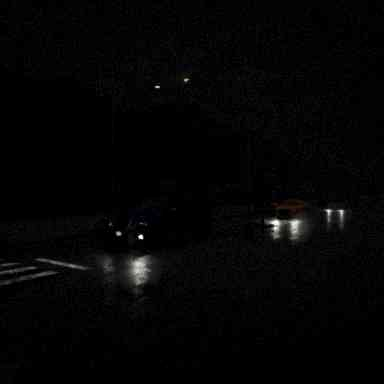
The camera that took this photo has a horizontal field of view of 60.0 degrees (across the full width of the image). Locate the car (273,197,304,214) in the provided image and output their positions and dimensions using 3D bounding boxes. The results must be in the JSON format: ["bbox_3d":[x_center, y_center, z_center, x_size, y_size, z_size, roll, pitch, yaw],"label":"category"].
[{"bbox_3d":[10.249,1.377,35.196,1.967,1.590,4.097,0,0,35],"label":"car"}]

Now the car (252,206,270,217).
[{"bbox_3d":[6.980,1.522,30.551,1.802,1.307,4.206,0,0,35],"label":"car"}]

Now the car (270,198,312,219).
[{"bbox_3d":[8.848,1.416,28.791,1.882,1.535,5.008,0,0,35],"label":"car"}]

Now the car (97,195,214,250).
[{"bbox_3d":[-1.136,1.186,14.616,2.150,2.045,5.566,0,0,35],"label":"car"}]

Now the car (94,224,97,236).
[{"bbox_3d":[-2.826,1.516,16.618,2.008,1.369,4.403,0,0,35],"label":"car"}]

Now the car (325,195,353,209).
[{"bbox_3d":[19.100,1.480,43.188,1.837,1.490,4.892,0,0,35],"label":"car"}]

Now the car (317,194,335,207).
[{"bbox_3d":[20.056,1.248,49.129,2.192,1.841,5.009,0,0,35],"label":"car"}]

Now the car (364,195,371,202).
[{"bbox_3d":[39.571,1.484,76.858,1.752,1.417,4.829,0,0,35],"label":"car"}]

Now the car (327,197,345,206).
[{"bbox_3d":[23.326,1.498,53.774,1.947,1.339,4.313,0,0,35],"label":"car"}]

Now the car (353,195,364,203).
[{"bbox_3d":[33.132,1.507,67.708,1.947,1.339,4.313,0,0,35],"label":"car"}]
